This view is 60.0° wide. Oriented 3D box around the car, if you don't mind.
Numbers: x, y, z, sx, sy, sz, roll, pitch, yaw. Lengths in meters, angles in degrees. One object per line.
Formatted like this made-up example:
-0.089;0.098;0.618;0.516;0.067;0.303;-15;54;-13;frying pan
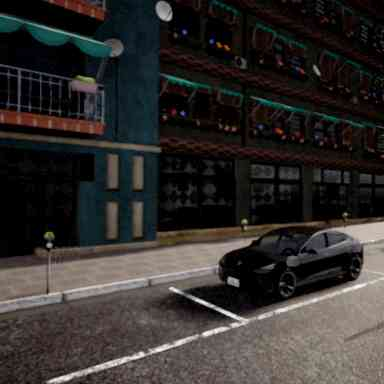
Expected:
2.675;1.572;8.459;4.313;1.339;1.947;0;1;-35;car
